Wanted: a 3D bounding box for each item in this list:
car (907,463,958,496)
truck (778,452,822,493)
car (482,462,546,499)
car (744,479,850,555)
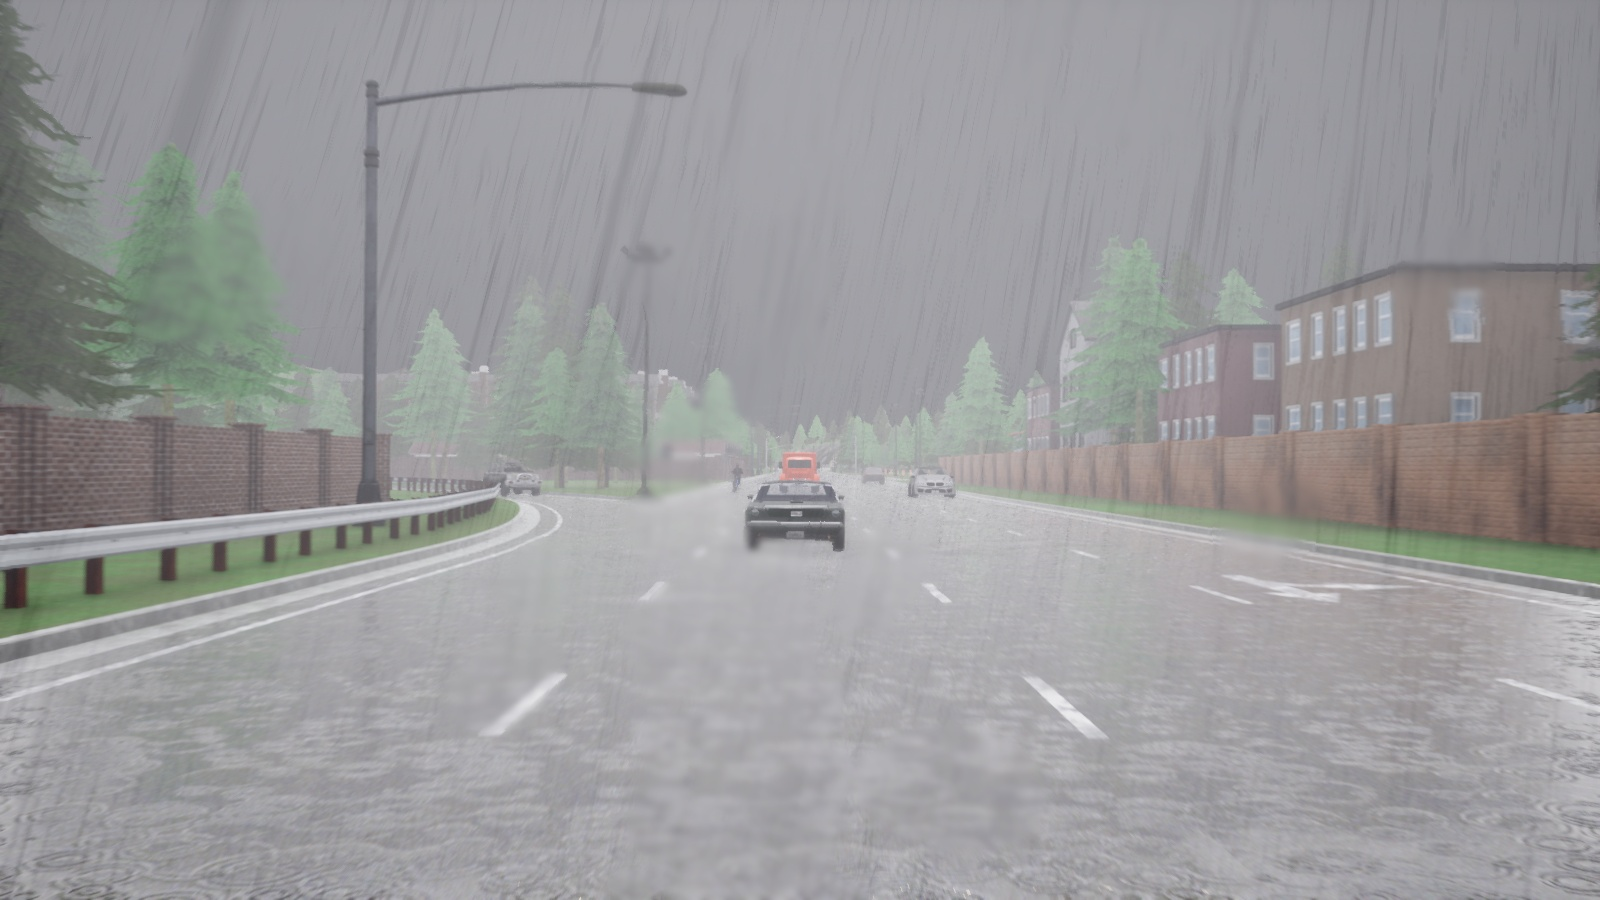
[{"bbox_3d":[6.875,1.533,65.757,2.242,1.667,4.611,0,-1,1],"label":"car"},{"bbox_3d":[-0.024,1.399,77.752,2.627,2.467,5.204,0,-1,0],"label":"truck"},{"bbox_3d":[-15.025,1.594,65.832,1.932,1.855,4.605,0,-1,-31],"label":"car"},{"bbox_3d":[-0.058,1.252,24.754,1.895,1.301,4.718,0,-1,0],"label":"car"}]
